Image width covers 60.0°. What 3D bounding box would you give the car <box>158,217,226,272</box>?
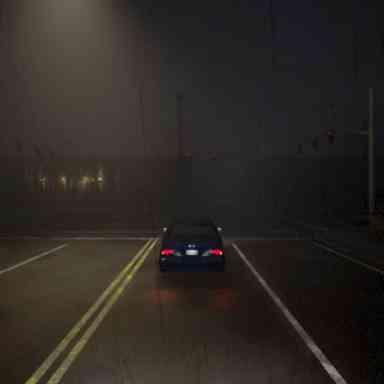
[{"bbox_3d":[0.007,1.518,10.637,2.033,1.411,5.357,0,0,0],"label":"car"}]
